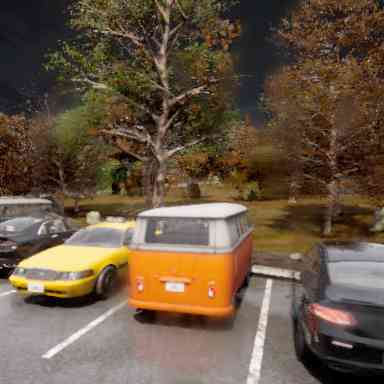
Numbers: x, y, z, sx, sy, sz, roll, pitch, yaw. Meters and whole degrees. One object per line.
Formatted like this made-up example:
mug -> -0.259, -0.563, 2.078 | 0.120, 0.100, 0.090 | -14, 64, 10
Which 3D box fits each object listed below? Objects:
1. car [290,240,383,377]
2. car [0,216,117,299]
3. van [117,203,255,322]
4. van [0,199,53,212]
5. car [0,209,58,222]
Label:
car -> 2.672, 1.525, 5.517 | 2.002, 1.452, 4.674 | 0, -1, 15
car -> -2.165, 1.476, 8.757 | 1.946, 1.575, 5.366 | 1, -1, 16
van -> 0.310, 1.259, 7.343 | 1.878, 1.987, 4.442 | 0, -1, 15
van -> -6.886, 1.259, 12.470 | 1.878, 1.987, 4.442 | 0, -1, 16
car -> -4.519, 1.482, 10.640 | 2.231, 1.521, 4.892 | 0, -1, 16
